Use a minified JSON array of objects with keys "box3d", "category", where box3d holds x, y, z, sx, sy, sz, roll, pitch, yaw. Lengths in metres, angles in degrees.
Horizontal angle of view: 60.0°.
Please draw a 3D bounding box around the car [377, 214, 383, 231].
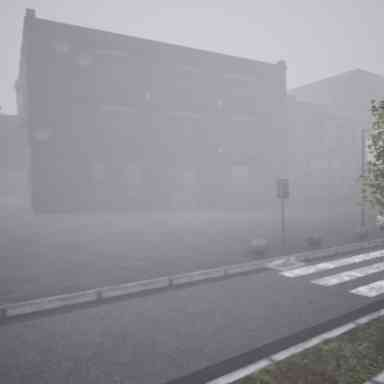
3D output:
[{"box3d":[12.624,1.145,18.576,5.566,2.045,2.435,0,0,-35],"category":"car"}]
